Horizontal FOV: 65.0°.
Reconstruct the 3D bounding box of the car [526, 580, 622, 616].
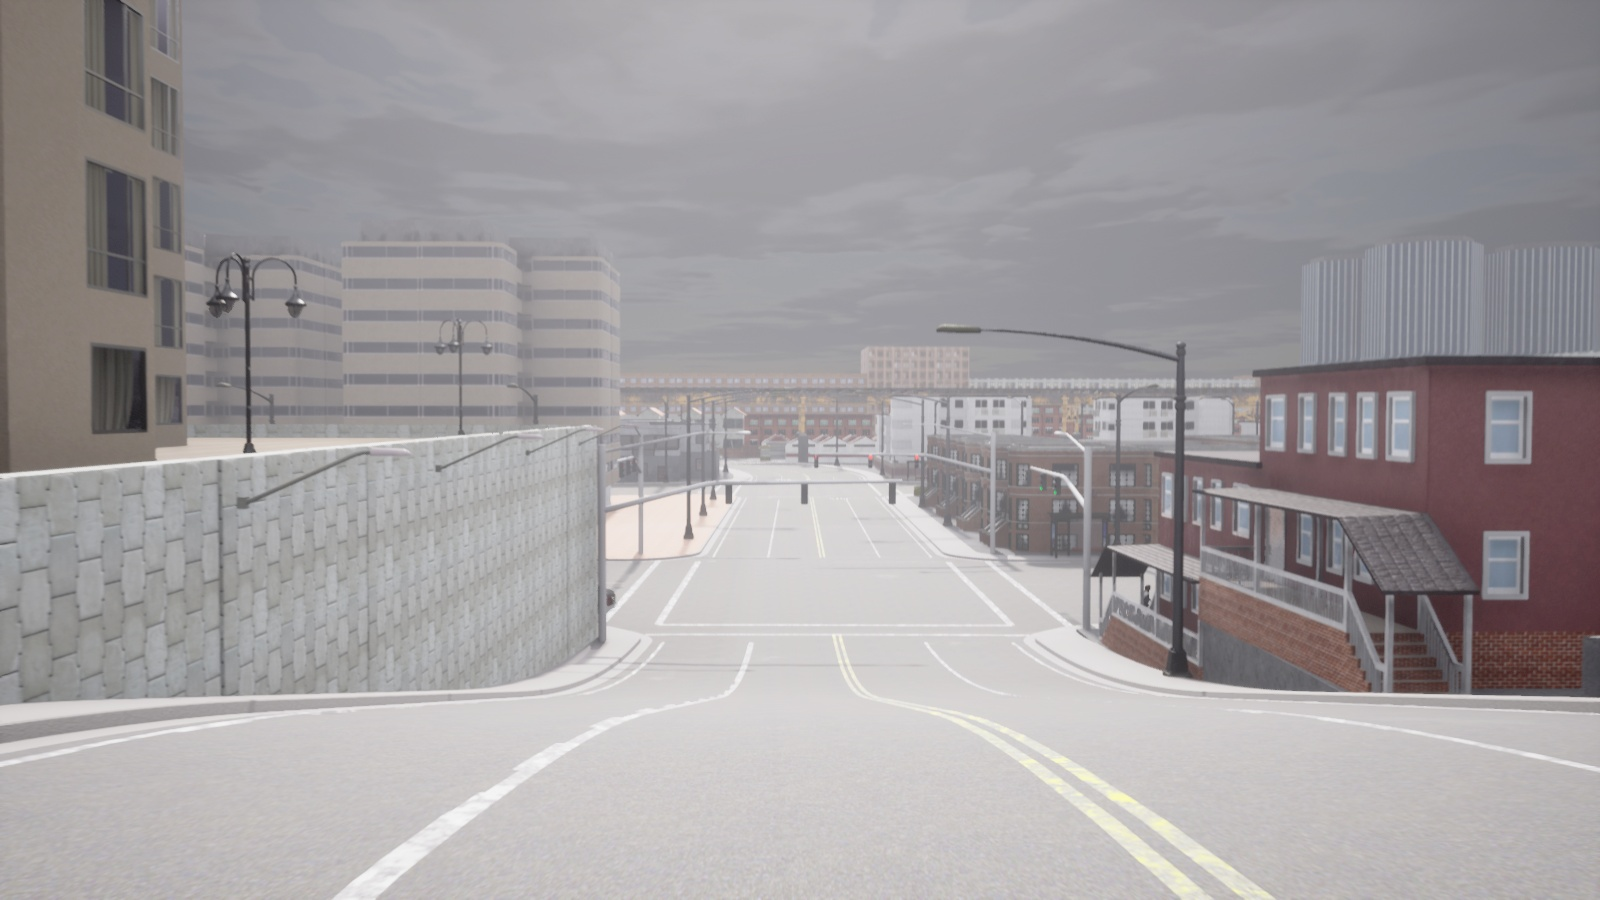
[{"bbox_3d":[-10.690,7.011,59.698,4.181,1.385,1.994,0,2,0],"label":"car"}]
